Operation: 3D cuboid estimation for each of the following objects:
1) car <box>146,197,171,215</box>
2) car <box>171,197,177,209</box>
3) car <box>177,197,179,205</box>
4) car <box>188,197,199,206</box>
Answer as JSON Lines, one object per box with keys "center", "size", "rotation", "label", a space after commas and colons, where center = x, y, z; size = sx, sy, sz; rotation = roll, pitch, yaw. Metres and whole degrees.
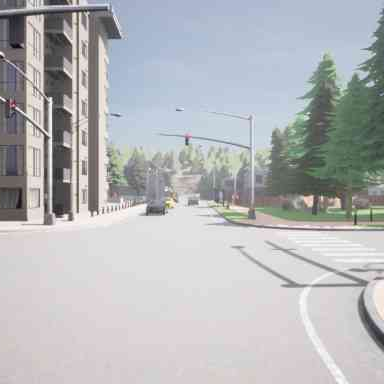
{"center": [-3.483, 1.478, 33.534], "size": [1.882, 1.535, 5.008], "rotation": [0, 0, 0], "label": "car"}
{"center": [-3.434, 1.478, 44.653], "size": [1.882, 1.535, 5.008], "rotation": [0, 0, 0], "label": "car"}
{"center": [-3.288, 1.608, 60.399], "size": [1.895, 1.301, 4.718], "rotation": [0, 0, 0], "label": "car"}
{"center": [0.196, 1.547, 55.714], "size": [2.033, 1.411, 5.357], "rotation": [0, 0, 0], "label": "car"}
